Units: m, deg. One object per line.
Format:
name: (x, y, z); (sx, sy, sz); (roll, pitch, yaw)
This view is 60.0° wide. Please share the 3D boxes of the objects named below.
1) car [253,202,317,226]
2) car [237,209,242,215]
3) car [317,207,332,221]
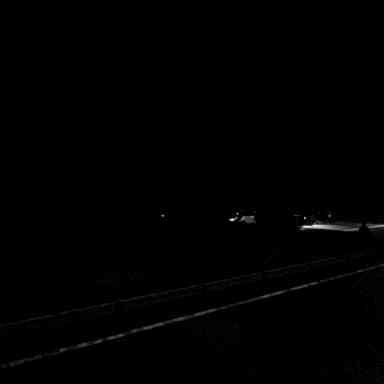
car: (6.580, 1.651, 24.583); (1.994, 1.385, 4.181); (0, -1, -39)
car: (2.687, 1.787, 34.647); (2.033, 1.411, 5.357); (0, -1, -42)
car: (8.938, 1.586, 27.233); (2.128, 1.511, 4.902); (0, -1, -39)
